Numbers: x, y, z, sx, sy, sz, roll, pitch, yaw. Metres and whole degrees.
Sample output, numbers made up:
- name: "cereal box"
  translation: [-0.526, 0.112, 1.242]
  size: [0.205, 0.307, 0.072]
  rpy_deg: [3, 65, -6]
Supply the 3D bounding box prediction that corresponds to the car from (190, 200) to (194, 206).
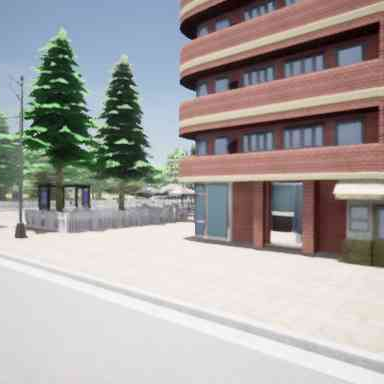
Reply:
- name: "car"
  translation: [1.835, 1.538, 57.265]
  size: [4.553, 1.767, 2.097]
  rpy_deg: [1, 0, -31]
